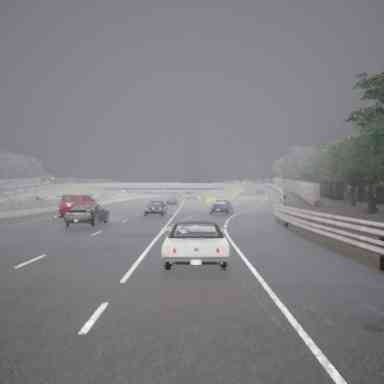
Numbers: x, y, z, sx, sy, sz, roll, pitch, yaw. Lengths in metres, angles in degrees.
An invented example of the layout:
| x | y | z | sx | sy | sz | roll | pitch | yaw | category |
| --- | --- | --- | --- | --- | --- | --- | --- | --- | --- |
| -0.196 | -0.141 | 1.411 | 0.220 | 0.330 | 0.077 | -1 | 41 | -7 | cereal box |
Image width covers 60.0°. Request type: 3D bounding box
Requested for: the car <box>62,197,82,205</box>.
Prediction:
| x | y | z | sx | sy | sz | roll | pitch | yaw | category |
| --- | --- | --- | --- | --- | --- | --- | --- | --- | --- |
| -21.052 | 1.545 | 58.653 | 1.994 | 1.385 | 4.181 | 0 | 0 | 0 | car |

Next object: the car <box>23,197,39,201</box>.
| x | y | z | sx | sy | sz | roll | pitch | yaw | category |
| --- | --- | --- | --- | --- | --- | --- | --- | --- | --- |
| -28.037 | 1.543 | 58.532 | 1.994 | 1.385 | 4.181 | 0 | 0 | 0 | car |

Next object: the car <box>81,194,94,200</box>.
| x | y | z | sx | sy | sz | roll | pitch | yaw | category |
| --- | --- | --- | --- | --- | --- | --- | --- | --- | --- |
| -28.278 | 1.322 | 90.180 | 2.033 | 1.411 | 5.357 | 0 | 0 | -1 | car |

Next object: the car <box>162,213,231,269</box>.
| x | y | z | sx | sy | sz | roll | pitch | yaw | category |
| --- | --- | --- | --- | --- | --- | --- | --- | --- | --- |
| 0.132 | 1.601 | 11.156 | 1.895 | 1.301 | 4.718 | 0 | 0 | 1 | car |

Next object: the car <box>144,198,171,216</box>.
| x | y | z | sx | sy | sz | roll | pitch | yaw | category |
| --- | --- | --- | --- | --- | --- | --- | --- | --- | --- |
| -3.449 | 1.549 | 32.290 | 2.033 | 1.411 | 5.357 | 0 | 0 | 0 | car |

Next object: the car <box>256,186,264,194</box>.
| x | y | z | sx | sy | sz | roll | pitch | yaw | category |
| --- | --- | --- | --- | --- | --- | --- | --- | --- | --- |
| 17.815 | -0.284 | 87.515 | 2.128 | 1.511 | 4.902 | 0 | 3 | 11 | car |

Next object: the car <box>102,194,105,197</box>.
| x | y | z | sx | sy | sz | roll | pitch | yaw | category |
| --- | --- | --- | --- | --- | --- | --- | --- | --- | --- |
| -21.122 | 1.400 | 74.478 | 1.812 | 1.442 | 4.674 | 0 | 0 | 0 | car |

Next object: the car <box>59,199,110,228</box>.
| x | y | z | sx | sy | sz | roll | pitch | yaw | category |
| --- | --- | --- | --- | --- | --- | --- | --- | --- | --- |
| -6.861 | 1.492 | 22.129 | 2.128 | 1.511 | 4.902 | 0 | 0 | 0 | car |

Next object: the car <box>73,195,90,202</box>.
| x | y | z | sx | sy | sz | roll | pitch | yaw | category |
| --- | --- | --- | --- | --- | --- | --- | --- | --- | --- |
| -24.621 | 1.416 | 74.408 | 2.033 | 1.411 | 5.357 | 0 | 0 | 0 | car |

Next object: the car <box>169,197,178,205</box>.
| x | y | z | sx | sy | sz | roll | pitch | yaw | category |
| --- | --- | --- | --- | --- | --- | --- | --- | --- | --- |
| -3.521 | 1.547 | 59.415 | 1.994 | 1.385 | 4.181 | 0 | 0 | 0 | car |

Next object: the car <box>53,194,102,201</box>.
| x | y | z | sx | sy | sz | roll | pitch | yaw | category |
| --- | --- | --- | --- | --- | --- | --- | --- | --- | --- |
| -10.363 | 1.222 | 30.663 | 2.150 | 2.045 | 5.566 | 0 | 0 | 0 | car |

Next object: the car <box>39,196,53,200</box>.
| x | y | z | sx | sy | sz | roll | pitch | yaw | category |
| --- | --- | --- | --- | --- | --- | --- | --- | --- | --- |
| -24.546 | 1.507 | 58.575 | 1.812 | 1.442 | 4.674 | 0 | 0 | 0 | car |

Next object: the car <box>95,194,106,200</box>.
| x | y | z | sx | sy | sz | roll | pitch | yaw | category |
| --- | --- | --- | --- | --- | --- | --- | --- | --- | --- |
| -24.778 | 1.282 | 90.230 | 1.837 | 1.490 | 4.892 | 0 | 0 | -1 | car |

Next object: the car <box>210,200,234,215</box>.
| x | y | z | sx | sy | sz | roll | pitch | yaw | category |
| --- | --- | --- | --- | --- | --- | --- | --- | --- | --- |
| 3.146 | 1.561 | 34.502 | 1.812 | 1.442 | 4.674 | 1 | 0 | 15 | car |

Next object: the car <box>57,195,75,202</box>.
| x | y | z | sx | sy | sz | roll | pitch | yaw | category |
| --- | --- | --- | --- | --- | --- | --- | --- | --- | --- |
| -28.121 | 1.415 | 74.358 | 2.033 | 1.411 | 5.357 | 0 | 0 | 0 | car |
